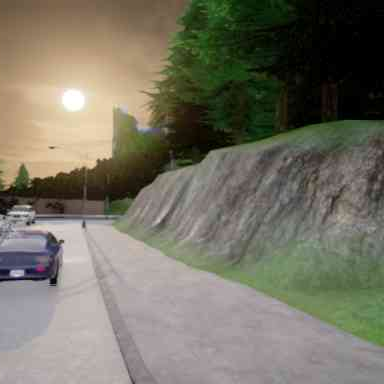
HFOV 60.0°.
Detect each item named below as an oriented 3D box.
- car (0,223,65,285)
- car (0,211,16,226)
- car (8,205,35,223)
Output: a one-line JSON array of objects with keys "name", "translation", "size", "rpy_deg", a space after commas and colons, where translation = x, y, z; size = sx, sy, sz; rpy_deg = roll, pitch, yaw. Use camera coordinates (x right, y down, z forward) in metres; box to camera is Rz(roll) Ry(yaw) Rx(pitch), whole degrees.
[{"name": "car", "translation": [-5.049, 1.917, 10.351], "size": [1.812, 1.442, 4.674], "rpy_deg": [3, -3, -19]}, {"name": "car", "translation": [-13.901, 2.280, 23.159], "size": [1.812, 1.442, 4.674], "rpy_deg": [3, -3, -19]}, {"name": "car", "translation": [-18.301, 2.480, 35.758], "size": [2.150, 2.045, 5.566], "rpy_deg": [3, -3, -18]}]
